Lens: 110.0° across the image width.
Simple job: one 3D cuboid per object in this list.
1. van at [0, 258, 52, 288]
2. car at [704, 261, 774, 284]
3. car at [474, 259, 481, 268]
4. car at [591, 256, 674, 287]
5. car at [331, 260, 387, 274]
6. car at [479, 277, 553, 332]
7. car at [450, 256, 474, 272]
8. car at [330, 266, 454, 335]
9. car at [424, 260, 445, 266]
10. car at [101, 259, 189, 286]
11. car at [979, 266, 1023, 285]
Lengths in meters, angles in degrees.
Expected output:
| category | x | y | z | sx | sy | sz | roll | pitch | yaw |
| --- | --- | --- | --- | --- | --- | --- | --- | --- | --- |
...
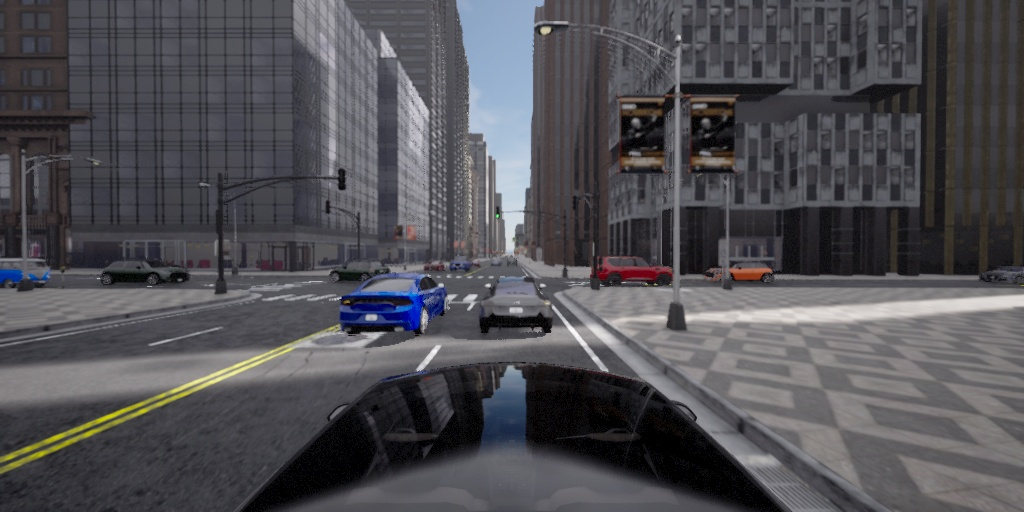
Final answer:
| category | x | y | z | sx | sy | sz | roll | pitch | yaw |
| --- | --- | --- | --- | --- | --- | --- | --- | --- | --- |
| van | -30.546 | 1.035 | 21.698 | 3.998 | 1.789 | 1.690 | 0 | 0 | 0 |
| car | 17.423 | 1.184 | 27.691 | 4.553 | 1.767 | 2.097 | 0 | 1 | 0 |
| car | -6.517 | 1.284 | 62.858 | 1.882 | 1.535 | 5.008 | 0 | 0 | 1 |
| car | 8.354 | 1.056 | 24.880 | 5.566 | 2.045 | 2.150 | 0 | 0 | -1 |
| car | -11.185 | 1.082 | 26.426 | 4.553 | 1.767 | 2.097 | 1 | 1 | 26 |
| car | 0.105 | 1.318 | 10.920 | 1.994 | 1.385 | 4.181 | 0 | 0 | 0 |
| car | -6.580 | 1.009 | 46.218 | 2.150 | 2.045 | 5.566 | 0 | 0 | 0 |
| car | -3.151 | 1.232 | 10.512 | 1.882 | 1.535 | 5.008 | 0 | 0 | 0 |
| car | -9.828 | 1.265 | 45.679 | 1.882 | 1.535 | 5.008 | 0 | 0 | 0 |
| car | -24.865 | 1.040 | 24.438 | 4.553 | 1.767 | 2.097 | 0 | 1 | 0 |
| car | 39.234 | 1.464 | 27.786 | 4.181 | 1.385 | 1.994 | 0 | 1 | 0 |
